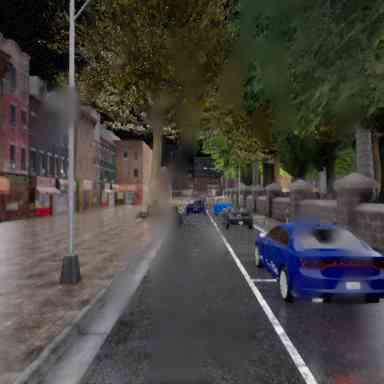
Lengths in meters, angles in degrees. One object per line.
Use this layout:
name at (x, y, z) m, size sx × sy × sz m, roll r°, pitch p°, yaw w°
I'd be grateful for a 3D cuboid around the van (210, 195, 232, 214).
van at (2.967, 1.367, 32.388) m, size 1.690 × 1.788 × 3.998 m, roll 1°, pitch 0°, yaw 1°

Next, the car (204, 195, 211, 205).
car at (3.181, 1.595, 54.354) m, size 1.752 × 1.417 × 4.829 m, roll 1°, pitch 0°, yaw 1°

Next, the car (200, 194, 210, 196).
car at (3.342, 1.433, 70.532) m, size 2.192 × 1.841 × 5.009 m, roll 1°, pitch 0°, yaw 1°

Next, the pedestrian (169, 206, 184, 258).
pedestrian at (-0.513, 1.297, 11.310) m, size 0.375 × 1.860 × 0.375 m, roll 1°, pitch -1°, yaw 1°

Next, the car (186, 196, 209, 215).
car at (0.426, 1.506, 33.808) m, size 1.882 × 1.535 × 5.008 m, roll 0°, pitch 0°, yaw 1°

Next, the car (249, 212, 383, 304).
car at (2.831, 1.480, 8.262) m, size 1.882 × 1.535 × 5.008 m, roll 0°, pitch 0°, yaw 1°

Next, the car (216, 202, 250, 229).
car at (2.858, 1.562, 21.489) m, size 2.008 × 1.369 × 4.403 m, roll 1°, pitch 0°, yaw 1°
